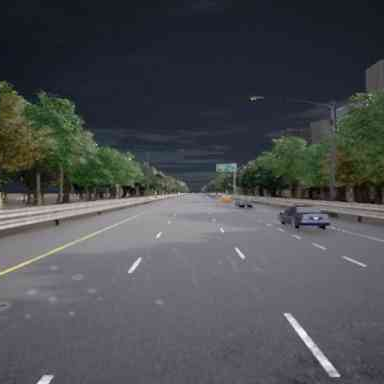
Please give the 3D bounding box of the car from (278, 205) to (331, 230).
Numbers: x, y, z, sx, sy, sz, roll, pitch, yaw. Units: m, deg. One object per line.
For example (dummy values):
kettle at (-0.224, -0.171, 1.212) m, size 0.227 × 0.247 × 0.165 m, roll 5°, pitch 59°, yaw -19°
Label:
car at (7.028, 1.553, 21.348) m, size 2.033 × 1.411 × 5.357 m, roll 0°, pitch 0°, yaw 0°

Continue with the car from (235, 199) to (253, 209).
car at (7.124, 1.627, 46.120) m, size 1.895 × 1.301 × 4.718 m, roll 0°, pitch 0°, yaw 0°

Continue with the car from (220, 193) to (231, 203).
car at (7.301, 1.526, 72.702) m, size 1.882 × 1.535 × 5.008 m, roll 0°, pitch 0°, yaw 0°
